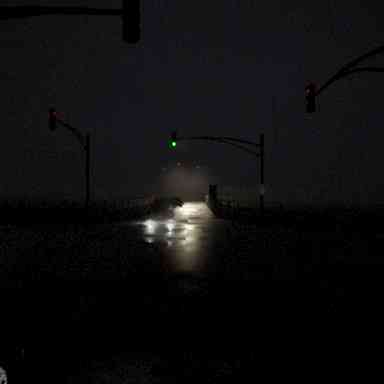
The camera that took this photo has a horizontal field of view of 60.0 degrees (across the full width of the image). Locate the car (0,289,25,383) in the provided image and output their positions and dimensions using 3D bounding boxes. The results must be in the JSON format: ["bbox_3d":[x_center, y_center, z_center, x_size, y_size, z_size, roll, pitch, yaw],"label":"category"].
[{"bbox_3d":[-2.704,1.491,1.560,2.128,1.511,4.902,0,0,0],"label":"car"}]

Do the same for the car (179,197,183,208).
[{"bbox_3d":[-2.288,1.462,46.722,1.882,1.535,5.008,0,0,1],"label":"car"}]

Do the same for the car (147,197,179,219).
[{"bbox_3d":[-2.507,1.329,28.457,2.097,1.767,4.553,0,0,1],"label":"car"}]
